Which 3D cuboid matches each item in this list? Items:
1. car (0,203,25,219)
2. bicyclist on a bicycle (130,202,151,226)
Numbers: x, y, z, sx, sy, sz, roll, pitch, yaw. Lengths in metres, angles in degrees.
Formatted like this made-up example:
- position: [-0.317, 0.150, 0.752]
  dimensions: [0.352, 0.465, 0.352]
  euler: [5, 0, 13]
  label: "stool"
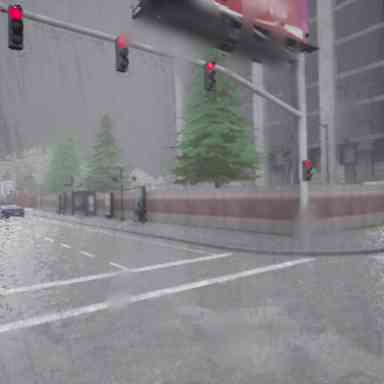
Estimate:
- position: [-20.822, 2.258, 38.776]
  dimensions: [1.882, 1.535, 5.008]
  euler: [-1, 0, -36]
  label: "car"
- position: [-3.624, 1.554, 23.561]
  dimensions: [1.656, 1.620, 0.582]
  euler: [-1, 0, -36]
  label: "bicyclist on a bicycle"
